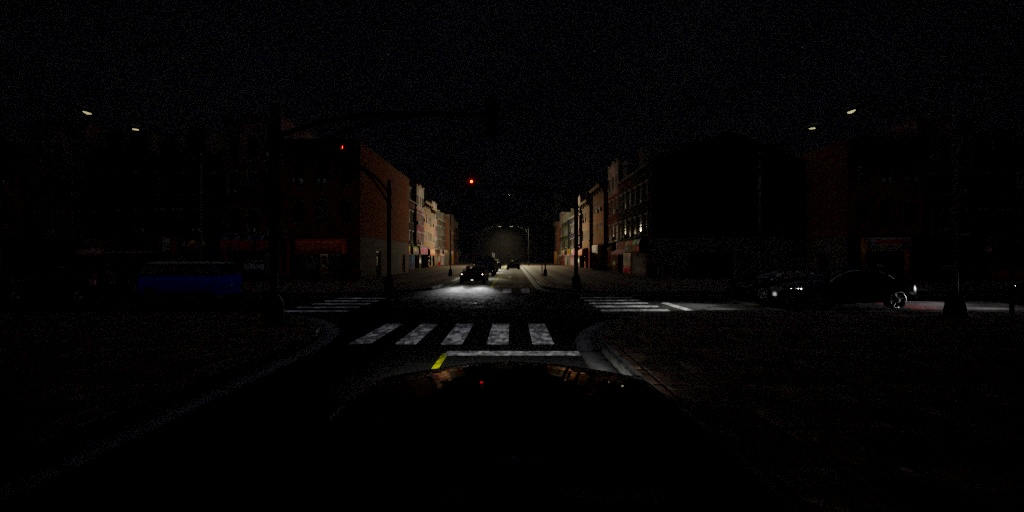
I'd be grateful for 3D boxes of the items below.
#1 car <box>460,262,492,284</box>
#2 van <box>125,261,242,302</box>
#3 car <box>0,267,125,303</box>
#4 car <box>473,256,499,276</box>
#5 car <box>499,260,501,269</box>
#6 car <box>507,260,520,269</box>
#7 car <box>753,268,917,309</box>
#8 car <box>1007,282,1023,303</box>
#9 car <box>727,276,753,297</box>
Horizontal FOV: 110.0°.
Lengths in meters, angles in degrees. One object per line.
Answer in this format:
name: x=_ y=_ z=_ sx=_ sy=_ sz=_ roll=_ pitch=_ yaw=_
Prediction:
car: x=-2.794 y=1.365 z=27.295 sx=1.895 sy=1.301 sz=4.718 roll=0 pitch=0 yaw=0
van: x=-14.711 y=1.124 z=16.411 sx=3.998 sy=1.789 sz=1.690 roll=0 pitch=0 yaw=0
car: x=-20.186 y=1.239 z=16.397 sx=4.097 sy=1.591 sz=1.967 roll=0 pitch=0 yaw=0
car: x=-2.775 y=0.993 z=37.161 sx=2.150 sy=2.045 sz=5.566 roll=0 pitch=0 yaw=0
car: x=-2.742 y=1.284 z=47.310 sx=1.837 sy=1.490 sz=4.892 roll=0 pitch=0 yaw=0
car: x=0.224 y=1.357 z=56.724 sx=1.994 sy=1.385 sz=4.181 roll=0 pitch=0 yaw=0
car: x=12.660 y=1.205 z=13.948 sx=4.902 sy=1.511 sz=2.128 roll=0 pitch=0 yaw=0
car: x=22.702 y=1.296 z=13.968 sx=4.718 sy=1.301 sz=1.895 roll=0 pitch=0 yaw=0
car: x=12.291 y=1.267 z=16.480 sx=4.403 sy=1.370 sz=2.007 roll=0 pitch=0 yaw=0
